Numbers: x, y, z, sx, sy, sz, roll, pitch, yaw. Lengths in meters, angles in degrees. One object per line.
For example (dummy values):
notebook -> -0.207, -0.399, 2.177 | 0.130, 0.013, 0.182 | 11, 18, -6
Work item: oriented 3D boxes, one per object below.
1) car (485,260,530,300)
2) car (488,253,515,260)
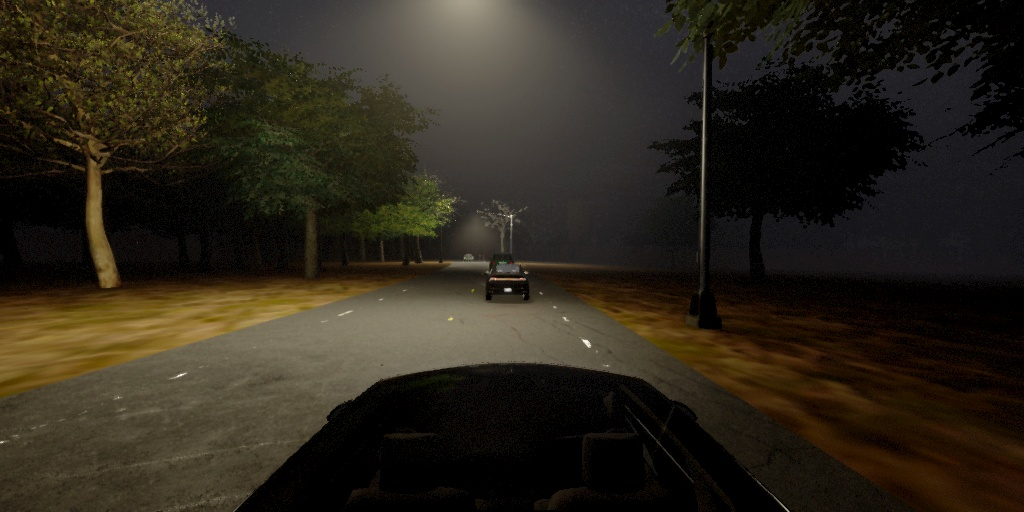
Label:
car -> -0.228, 1.114, 16.589 | 2.128, 1.511, 4.902 | 1, 0, -2
car -> -0.917, 0.742, 31.668 | 2.150, 2.045, 5.566 | 1, 0, -3
